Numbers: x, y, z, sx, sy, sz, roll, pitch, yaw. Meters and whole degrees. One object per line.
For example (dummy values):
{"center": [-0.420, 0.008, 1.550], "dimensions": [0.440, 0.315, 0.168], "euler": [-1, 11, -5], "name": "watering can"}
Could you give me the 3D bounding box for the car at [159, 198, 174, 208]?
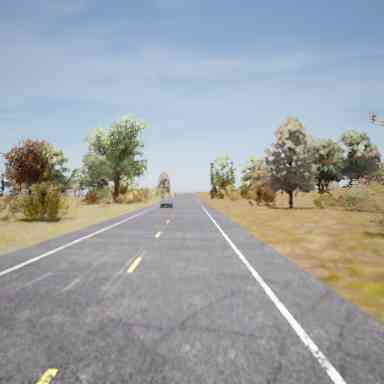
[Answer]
{"center": [-3.642, 1.564, 48.675], "dimensions": [2.033, 1.411, 5.357], "euler": [0, 0, 0], "name": "car"}
